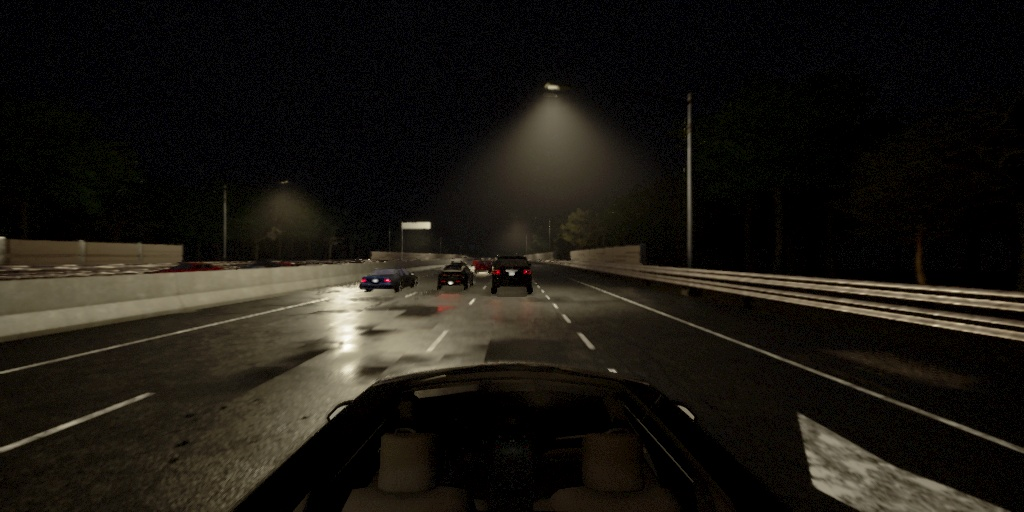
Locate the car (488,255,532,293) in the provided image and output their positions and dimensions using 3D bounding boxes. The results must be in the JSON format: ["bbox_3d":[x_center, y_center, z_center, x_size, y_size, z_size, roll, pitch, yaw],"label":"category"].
[{"bbox_3d":[-0.004,0.992,20.902,2.150,2.045,5.566,0,0,0],"label":"car"}]

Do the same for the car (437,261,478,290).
[{"bbox_3d":[-3.502,1.279,22.869,1.837,1.490,4.892,0,0,0],"label":"car"}]

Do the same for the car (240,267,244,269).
[{"bbox_3d":[-21.075,1.134,30.645,2.097,1.767,4.553,0,0,0],"label":"car"}]

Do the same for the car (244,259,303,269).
[{"bbox_3d":[-17.590,1.256,27.566,1.882,1.535,5.008,0,0,0],"label":"car"}]

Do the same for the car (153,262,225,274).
[{"bbox_3d":[-24.587,1.256,27.498,1.882,1.535,5.008,0,0,0],"label":"car"}]

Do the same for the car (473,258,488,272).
[{"bbox_3d":[-3.508,1.280,44.858,1.882,1.535,5.008,0,0,0],"label":"car"}]

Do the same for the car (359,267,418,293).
[{"bbox_3d":[-7.007,1.317,20.878,2.033,1.411,5.357,0,0,0],"label":"car"}]
